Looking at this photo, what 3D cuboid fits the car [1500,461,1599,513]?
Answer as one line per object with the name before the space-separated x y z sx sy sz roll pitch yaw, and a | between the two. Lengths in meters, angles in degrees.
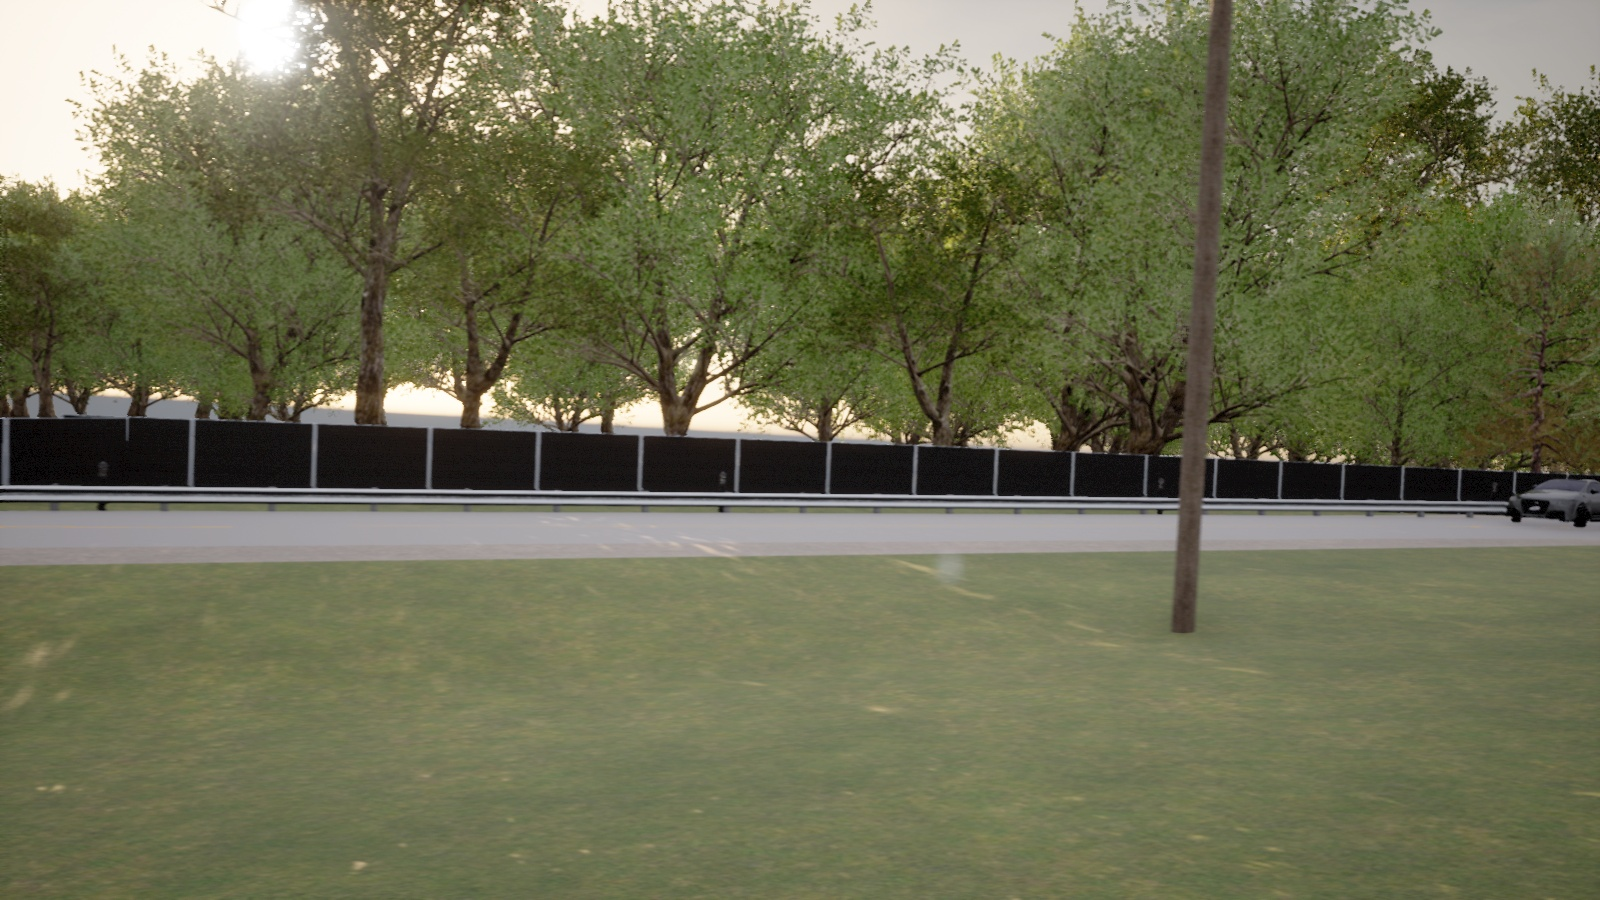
car | 22.921 1.061 37.294 4.181 1.385 1.994 0 1 -34
